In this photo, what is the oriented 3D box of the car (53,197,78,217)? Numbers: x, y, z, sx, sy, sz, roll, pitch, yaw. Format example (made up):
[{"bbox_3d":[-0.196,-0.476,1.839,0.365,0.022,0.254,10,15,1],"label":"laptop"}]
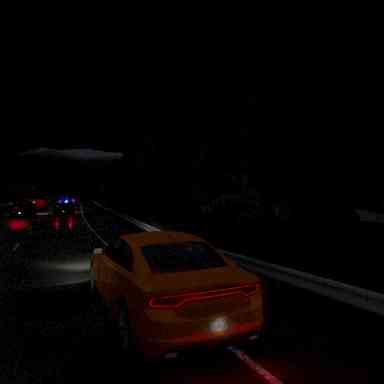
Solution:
[{"bbox_3d":[-12.074,1.492,31.505,2.128,1.511,4.902,0,0,-19],"label":"car"}]

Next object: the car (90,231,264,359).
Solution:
[{"bbox_3d":[-0.709,1.478,6.309,1.882,1.535,5.008,0,0,-25],"label":"car"}]

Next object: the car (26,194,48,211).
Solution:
[{"bbox_3d":[-18.692,1.221,39.988,2.150,2.045,5.566,0,0,-19],"label":"car"}]

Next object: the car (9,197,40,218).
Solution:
[{"bbox_3d":[-15.245,1.505,30.105,1.837,1.490,4.892,0,0,-20],"label":"car"}]

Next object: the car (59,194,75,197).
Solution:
[{"bbox_3d":[-15.531,1.221,41.394,2.150,2.045,5.566,0,0,-19],"label":"car"}]
